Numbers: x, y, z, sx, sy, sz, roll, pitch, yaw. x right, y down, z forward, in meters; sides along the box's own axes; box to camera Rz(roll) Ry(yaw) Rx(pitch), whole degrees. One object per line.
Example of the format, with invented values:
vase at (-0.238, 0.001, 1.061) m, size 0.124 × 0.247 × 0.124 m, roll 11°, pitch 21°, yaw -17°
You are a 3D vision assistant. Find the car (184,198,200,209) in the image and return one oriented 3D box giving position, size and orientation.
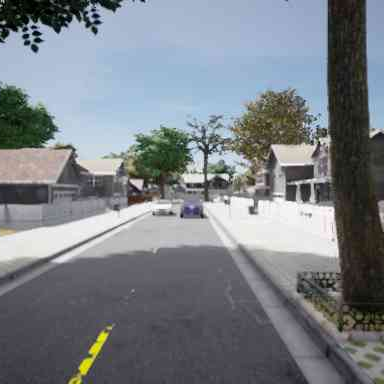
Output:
car at (0.047, 1.520, 44.672) m, size 1.994 × 1.385 × 4.181 m, roll 0°, pitch 0°, yaw 0°

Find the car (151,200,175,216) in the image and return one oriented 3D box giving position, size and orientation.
car at (-2.758, 1.493, 32.465) m, size 1.812 × 1.442 × 4.674 m, roll 0°, pitch 0°, yaw 0°

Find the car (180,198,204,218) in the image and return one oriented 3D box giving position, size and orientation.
car at (0.008, 1.322, 30.167) m, size 2.097 × 1.767 × 4.553 m, roll 0°, pitch 0°, yaw 0°
